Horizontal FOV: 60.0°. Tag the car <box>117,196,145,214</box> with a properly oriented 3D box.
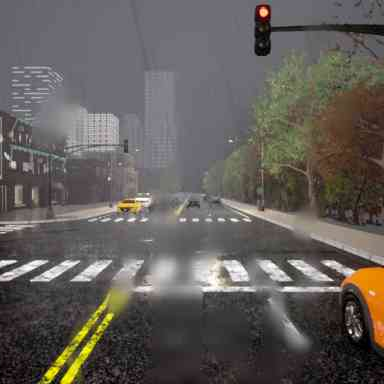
[{"bbox_3d":[-6.510,1.467,34.913,1.882,1.535,5.008,0,0,0],"label":"car"}]

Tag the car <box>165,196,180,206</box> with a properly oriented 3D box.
[{"bbox_3d":[-3.203,1.472,54.964,2.128,1.511,4.902,0,0,0],"label":"car"}]

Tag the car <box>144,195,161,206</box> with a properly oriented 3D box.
[{"bbox_3d":[-6.454,1.332,54.812,2.097,1.767,4.553,0,0,0],"label":"car"}]

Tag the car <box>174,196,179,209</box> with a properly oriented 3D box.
[{"bbox_3d":[-3.233,1.548,44.935,1.994,1.385,4.181,0,0,0],"label":"car"}]

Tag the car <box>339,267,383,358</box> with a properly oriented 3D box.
[{"bbox_3d":[3.360,1.351,3.419,2.097,1.767,4.553,0,0,0],"label":"car"}]

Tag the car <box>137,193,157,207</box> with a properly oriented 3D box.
[{"bbox_3d":[-6.483,1.206,44.851,2.150,2.045,5.566,0,0,0],"label":"car"}]

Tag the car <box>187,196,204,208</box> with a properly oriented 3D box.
[{"bbox_3d":[0.213,1.531,47.390,2.033,1.411,5.357,0,0,0],"label":"car"}]

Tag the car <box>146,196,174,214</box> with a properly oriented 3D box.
[{"bbox_3d":[-3.263,1.467,34.925,1.882,1.535,5.008,0,0,0],"label":"car"}]

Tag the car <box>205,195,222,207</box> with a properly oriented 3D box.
[{"bbox_3d":[3.468,1.473,50.464,2.128,1.511,4.902,0,0,0],"label":"car"}]

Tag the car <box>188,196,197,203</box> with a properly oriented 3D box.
[{"bbox_3d":[0.200,1.568,72.452,1.895,1.301,4.718,0,0,0],"label":"car"}]
